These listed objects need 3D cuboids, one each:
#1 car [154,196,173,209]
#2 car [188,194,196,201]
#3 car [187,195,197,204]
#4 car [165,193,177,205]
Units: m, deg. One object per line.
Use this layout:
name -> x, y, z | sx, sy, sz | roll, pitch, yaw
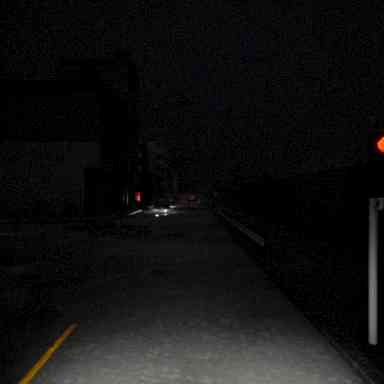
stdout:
car -> -4.067, 1.564, 45.660 | 1.994, 1.385, 4.181 | 0, 0, 0
car -> 0.041, 1.310, 76.663 | 1.882, 1.535, 5.008 | 0, 0, 0
car -> 0.038, 1.491, 66.243 | 2.128, 1.511, 4.902 | 0, 0, 0
car -> -4.054, 1.352, 55.390 | 2.097, 1.767, 4.553 | 0, 0, 0
